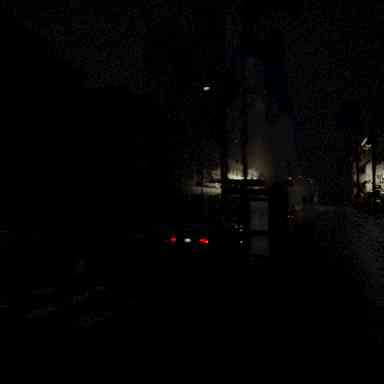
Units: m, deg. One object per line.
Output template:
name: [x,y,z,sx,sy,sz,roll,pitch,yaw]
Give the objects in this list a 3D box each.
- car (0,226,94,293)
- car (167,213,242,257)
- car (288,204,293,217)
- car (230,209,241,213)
car: [-4.698,1.716,8.734,1.882,1.535,5.008,-1,-2,21]
car: [0.744,1.889,14.606,2.033,1.411,5.357,-1,-2,21]
car: [12.231,2.366,44.259,2.097,1.767,4.553,-1,-2,21]
car: [4.814,2.358,33.250,1.994,1.385,4.181,-1,-2,21]
